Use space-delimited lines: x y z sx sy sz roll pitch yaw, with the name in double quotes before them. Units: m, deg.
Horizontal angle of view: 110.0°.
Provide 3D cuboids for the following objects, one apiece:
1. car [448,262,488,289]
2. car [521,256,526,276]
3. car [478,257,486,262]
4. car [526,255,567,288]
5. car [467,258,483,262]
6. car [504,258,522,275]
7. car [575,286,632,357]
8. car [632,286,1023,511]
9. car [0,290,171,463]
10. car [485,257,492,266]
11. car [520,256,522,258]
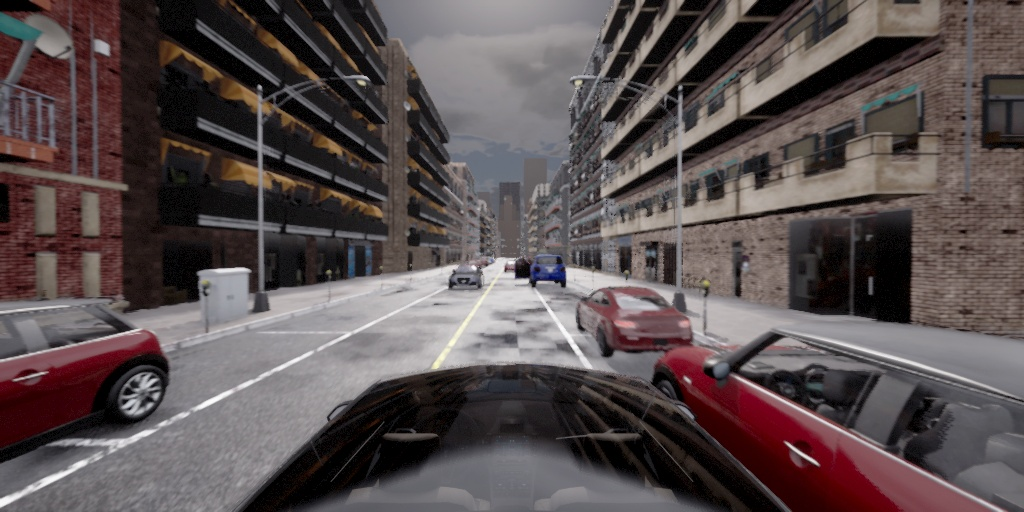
"car" -2.846 1.295 23.056 1.994 1.385 4.181 0 0 0
"car" 2.564 1.030 42.229 2.192 1.841 5.009 0 0 0
"car" -5.317 1.252 53.648 1.888 1.381 4.507 0 0 0
"car" 2.269 0.951 23.923 2.150 2.045 5.566 0 0 0
"car" -5.317 1.256 47.997 1.888 1.381 4.507 0 0 0
"car" 0.022 1.276 45.329 1.994 1.385 4.181 0 0 2
"car" 2.565 1.326 8.244 1.802 1.307 4.207 0 0 0
"car" 2.569 1.189 2.579 1.967 1.591 4.097 0 0 0
"car" -5.316 1.189 2.787 1.967 1.591 4.097 0 0 0
"car" -5.317 1.014 64.950 2.192 1.841 5.009 0 0 0
"car" 2.564 1.014 64.886 2.192 1.841 5.009 0 0 0
